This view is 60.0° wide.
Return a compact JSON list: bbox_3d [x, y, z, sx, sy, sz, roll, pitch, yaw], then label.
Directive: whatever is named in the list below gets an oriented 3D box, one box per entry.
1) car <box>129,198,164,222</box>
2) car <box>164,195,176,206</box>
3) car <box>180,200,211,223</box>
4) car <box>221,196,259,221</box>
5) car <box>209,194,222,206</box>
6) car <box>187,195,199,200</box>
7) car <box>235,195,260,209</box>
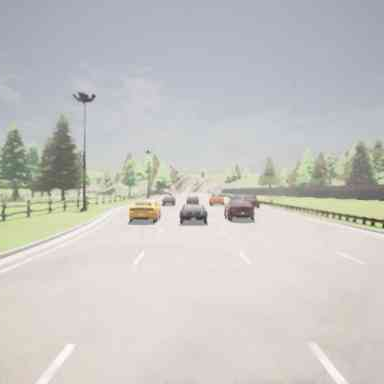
[{"bbox_3d":[-3.396,1.347,24.682,1.882,1.535,5.008,0,0,0],"label":"car"},{"bbox_3d":[-3.390,1.228,49.792,2.128,1.511,4.902,0,0,0],"label":"car"},{"bbox_3d":[0.104,1.473,24.185,1.895,1.301,4.718,0,0,0],"label":"car"},{"bbox_3d":[3.603,1.340,25.984,1.882,1.535,5.008,0,0,0],"label":"car"},{"bbox_3d":[3.610,1.090,49.564,2.097,1.767,4.553,0,0,0],"label":"car"},{"bbox_3d":[0.110,1.228,49.798,2.128,1.511,4.902,0,0,0],"label":"car"},{"bbox_3d":[7.008,1.134,41.169,2.097,1.767,4.553,0,0,0],"label":"car"}]
